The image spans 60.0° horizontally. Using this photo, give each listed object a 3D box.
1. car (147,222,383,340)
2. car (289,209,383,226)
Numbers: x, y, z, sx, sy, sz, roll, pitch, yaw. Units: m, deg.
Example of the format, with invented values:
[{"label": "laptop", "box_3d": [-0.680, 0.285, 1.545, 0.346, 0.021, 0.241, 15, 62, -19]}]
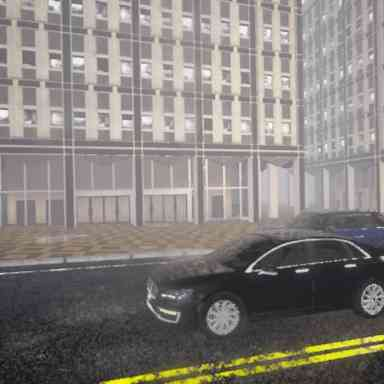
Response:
[{"label": "car", "box_3d": [1.612, 1.511, 6.327, 4.892, 1.490, 1.837, 0, 0, -17]}, {"label": "car", "box_3d": [4.063, 1.360, 10.461, 4.553, 1.767, 2.097, 0, 0, -16]}]
